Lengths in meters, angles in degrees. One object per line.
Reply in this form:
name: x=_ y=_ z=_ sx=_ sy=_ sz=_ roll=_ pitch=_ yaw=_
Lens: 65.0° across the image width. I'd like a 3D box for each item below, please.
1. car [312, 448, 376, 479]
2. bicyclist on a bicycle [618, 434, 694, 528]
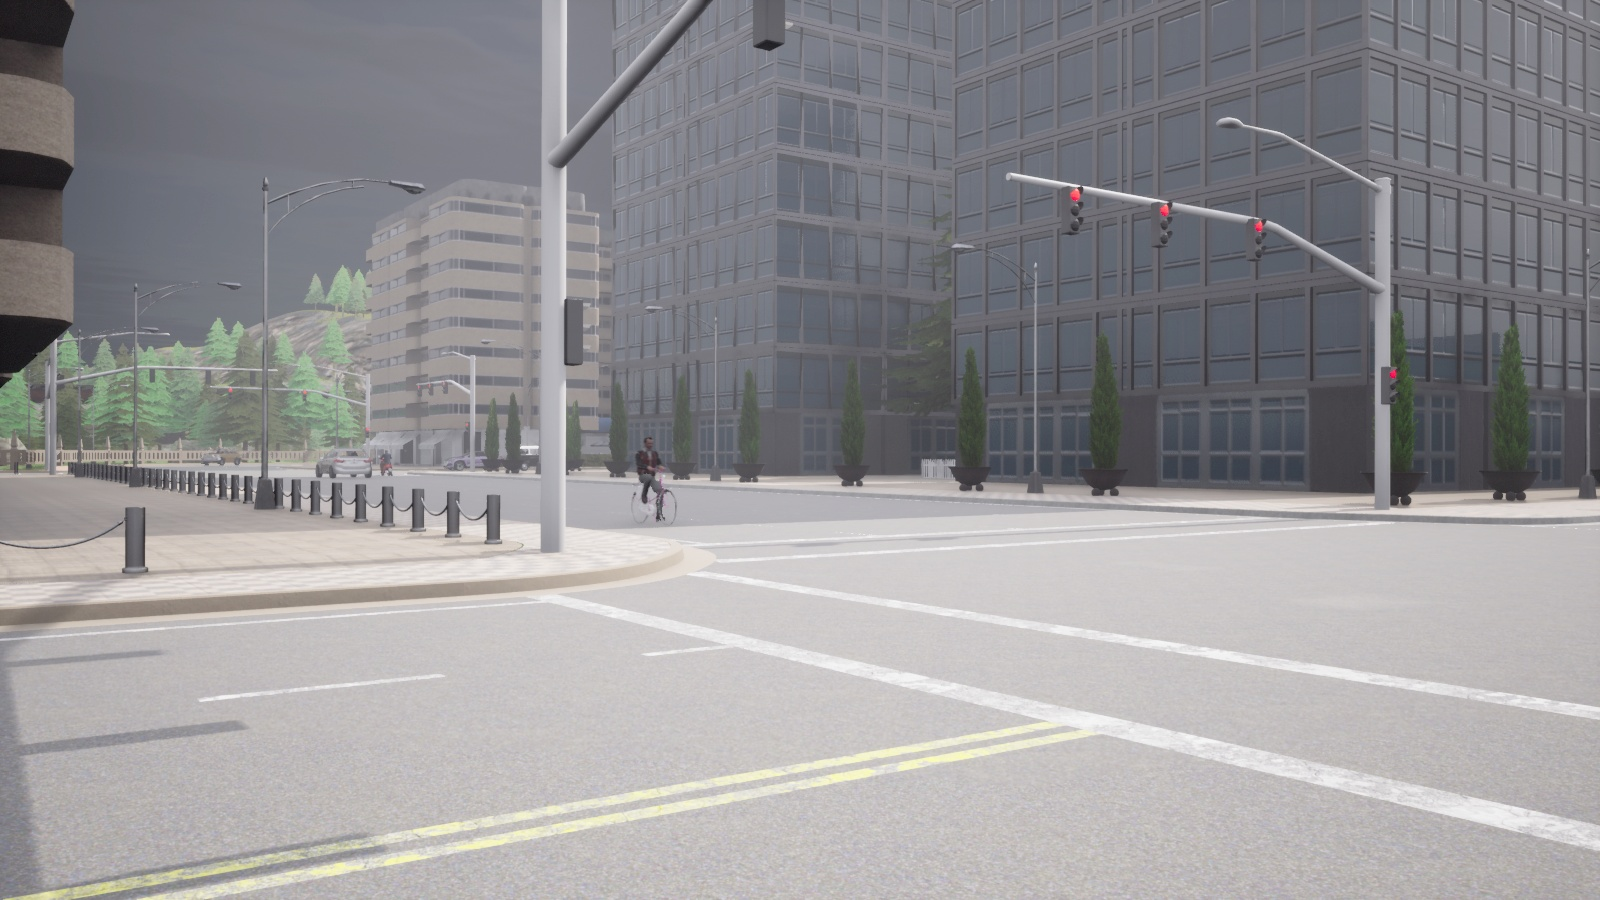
car: x=-25.523 y=0.760 z=70.225 sx=2.242 sy=1.667 sz=4.611 roll=0 pitch=0 yaw=-35
bicyclist on a bicycle: x=-2.860 y=0.624 z=24.763 sx=0.659 sy=1.776 sz=1.843 roll=0 pitch=-2 yaw=-35
